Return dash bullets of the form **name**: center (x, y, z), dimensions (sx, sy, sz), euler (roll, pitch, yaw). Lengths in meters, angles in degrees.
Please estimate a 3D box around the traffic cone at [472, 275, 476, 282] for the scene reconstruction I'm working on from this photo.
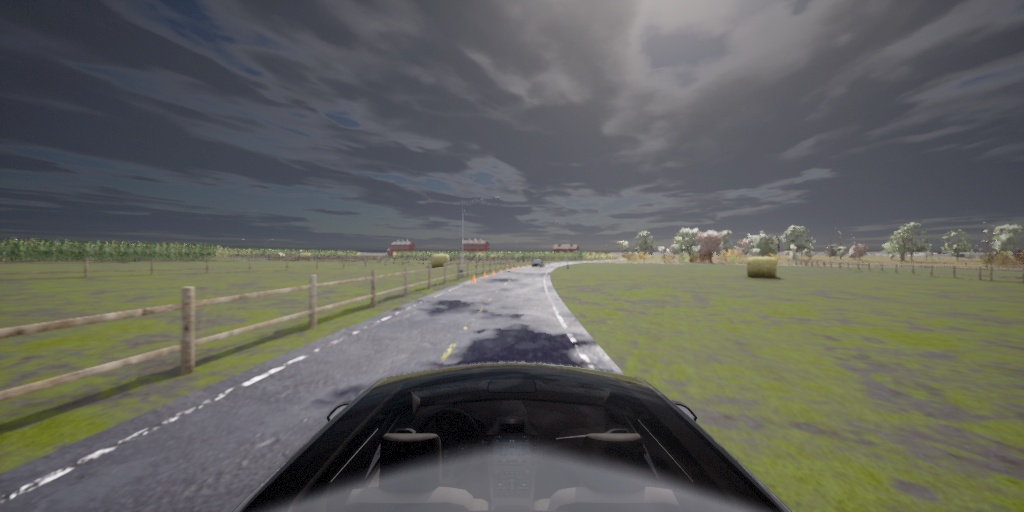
- **traffic cone**: center (-2.835, 1.661, 26.694), dimensions (0.340, 0.580, 0.340), euler (0, 0, 5)

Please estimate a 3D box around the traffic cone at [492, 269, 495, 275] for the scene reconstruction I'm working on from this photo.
- **traffic cone**: center (-1.874, 1.658, 36.726), dimensions (0.340, 0.580, 0.340), euler (0, 0, 6)

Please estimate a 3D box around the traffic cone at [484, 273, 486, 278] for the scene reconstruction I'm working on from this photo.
- **traffic cone**: center (-2.394, 1.659, 31.713), dimensions (0.340, 0.580, 0.340), euler (0, 0, 5)

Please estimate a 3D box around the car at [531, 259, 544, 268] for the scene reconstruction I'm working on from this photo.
- **car**: center (4.479, 1.233, 62.298), dimensions (1.837, 1.490, 4.892), euler (0, 0, 11)

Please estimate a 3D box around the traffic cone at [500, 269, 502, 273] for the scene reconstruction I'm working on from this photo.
- **traffic cone**: center (-1.277, 1.659, 41.728), dimensions (0.340, 0.580, 0.340), euler (0, 0, 7)

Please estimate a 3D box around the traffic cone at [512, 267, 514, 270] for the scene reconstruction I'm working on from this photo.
- **traffic cone**: center (0.154, 1.662, 51.705), dimensions (0.340, 0.580, 0.340), euler (0, 0, 9)

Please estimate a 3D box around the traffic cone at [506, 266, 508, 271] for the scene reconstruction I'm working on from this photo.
- **traffic cone**: center (-0.601, 1.660, 46.721), dimensions (0.340, 0.580, 0.340), euler (0, 0, 8)
